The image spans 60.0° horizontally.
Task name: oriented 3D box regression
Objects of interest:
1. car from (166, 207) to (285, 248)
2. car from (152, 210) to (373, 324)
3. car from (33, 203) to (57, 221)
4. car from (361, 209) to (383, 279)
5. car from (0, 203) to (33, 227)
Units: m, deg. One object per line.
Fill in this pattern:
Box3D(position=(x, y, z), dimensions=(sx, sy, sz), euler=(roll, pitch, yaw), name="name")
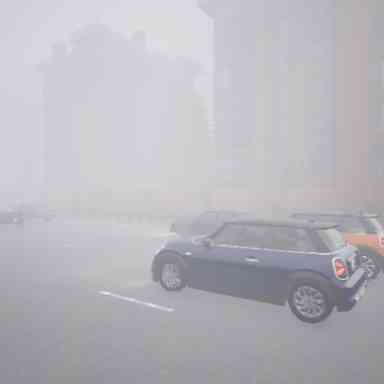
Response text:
Box3D(position=(1.470, 1.547, 15.851), dimensions=(5.357, 1.411, 2.033), euler=(0, 0, 36), name="car")
Box3D(position=(1.263, 1.352, 7.395), dimensions=(4.553, 1.767, 2.097), euler=(0, 0, 35), name="car")
Box3D(position=(-12.753, 1.547, 26.018), dimensions=(5.357, 1.411, 2.033), euler=(0, 0, 36), name="car")
Box3D(position=(3.547, 1.353, 10.064), dimensions=(4.553, 1.767, 2.097), euler=(0, 0, 36), name="car")
Box3D(position=(-12.663, 1.525, 21.641), dimensions=(4.674, 1.442, 1.812), euler=(0, 0, 35), name="car")
